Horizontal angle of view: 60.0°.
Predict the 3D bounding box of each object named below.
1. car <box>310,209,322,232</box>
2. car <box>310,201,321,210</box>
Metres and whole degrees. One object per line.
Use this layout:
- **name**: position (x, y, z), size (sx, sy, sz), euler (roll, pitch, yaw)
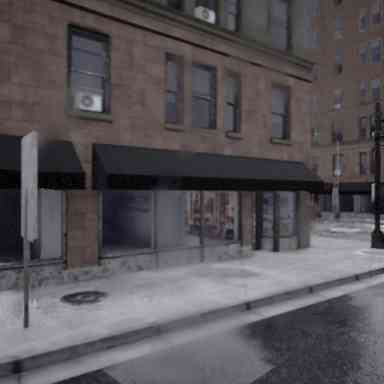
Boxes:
- **car**: position (6.067, 1.959, 22.093), size (1.802, 1.307, 4.206), euler (-1, 0, -36)
- **car**: position (9.789, 1.790, 31.533), size (2.192, 1.841, 5.009), euler (-1, 0, -36)
